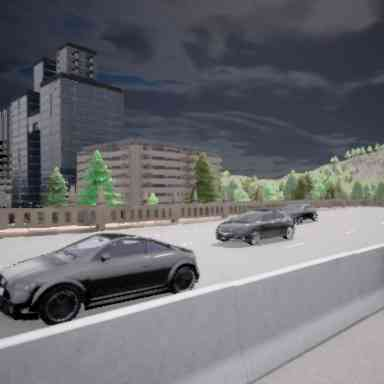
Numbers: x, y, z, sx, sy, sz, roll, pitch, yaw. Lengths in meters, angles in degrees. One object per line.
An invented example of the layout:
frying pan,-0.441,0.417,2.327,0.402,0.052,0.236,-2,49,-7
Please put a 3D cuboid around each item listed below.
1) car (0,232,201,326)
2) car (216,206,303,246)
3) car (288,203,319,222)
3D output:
car,-1.836,1.609,7.206,4.181,1.385,1.994,0,0,-38
car,3.187,1.609,16.073,4.892,1.490,1.837,0,0,-44
car,8.442,1.670,26.545,2.128,1.511,4.902,0,-1,42
